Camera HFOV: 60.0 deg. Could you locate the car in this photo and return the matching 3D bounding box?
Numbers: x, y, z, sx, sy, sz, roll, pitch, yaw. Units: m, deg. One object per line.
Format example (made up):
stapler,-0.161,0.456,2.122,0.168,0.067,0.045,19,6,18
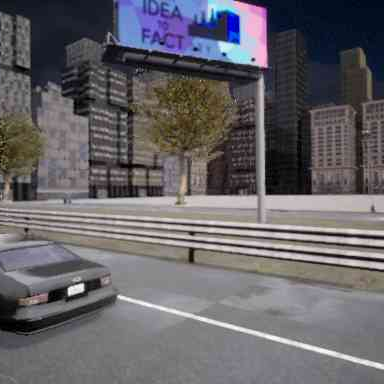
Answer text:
car,-3.840,1.553,6.611,5.357,1.411,2.033,0,0,36
